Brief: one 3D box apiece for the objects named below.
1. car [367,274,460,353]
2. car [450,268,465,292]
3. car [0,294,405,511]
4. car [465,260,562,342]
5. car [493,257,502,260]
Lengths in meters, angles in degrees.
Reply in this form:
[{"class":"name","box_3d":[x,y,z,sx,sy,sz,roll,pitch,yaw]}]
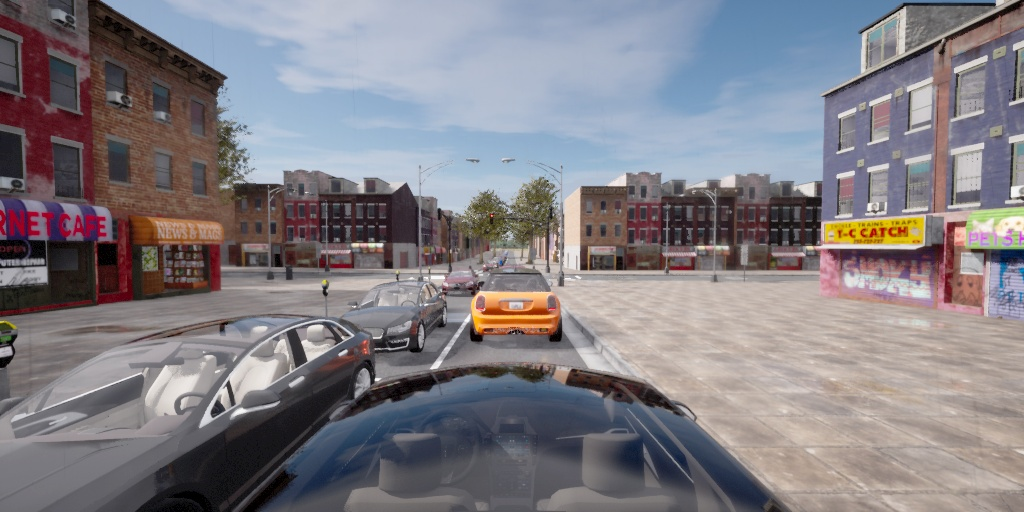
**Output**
[{"class":"car","box_3d":[-2.652,1.299,8.632,2.007,1.370,4.403,0,0,0]},{"class":"car","box_3d":[-2.671,1.337,19.526,1.802,1.307,4.207,0,0,0]},{"class":"car","box_3d":[-2.643,1.300,3.183,2.007,1.370,4.403,0,0,0]},{"class":"car","box_3d":[0.085,1.101,9.941,2.097,1.767,4.553,0,0,0]},{"class":"car","box_3d":[-2.719,1.246,46.301,1.967,1.591,4.097,0,0,0]}]
